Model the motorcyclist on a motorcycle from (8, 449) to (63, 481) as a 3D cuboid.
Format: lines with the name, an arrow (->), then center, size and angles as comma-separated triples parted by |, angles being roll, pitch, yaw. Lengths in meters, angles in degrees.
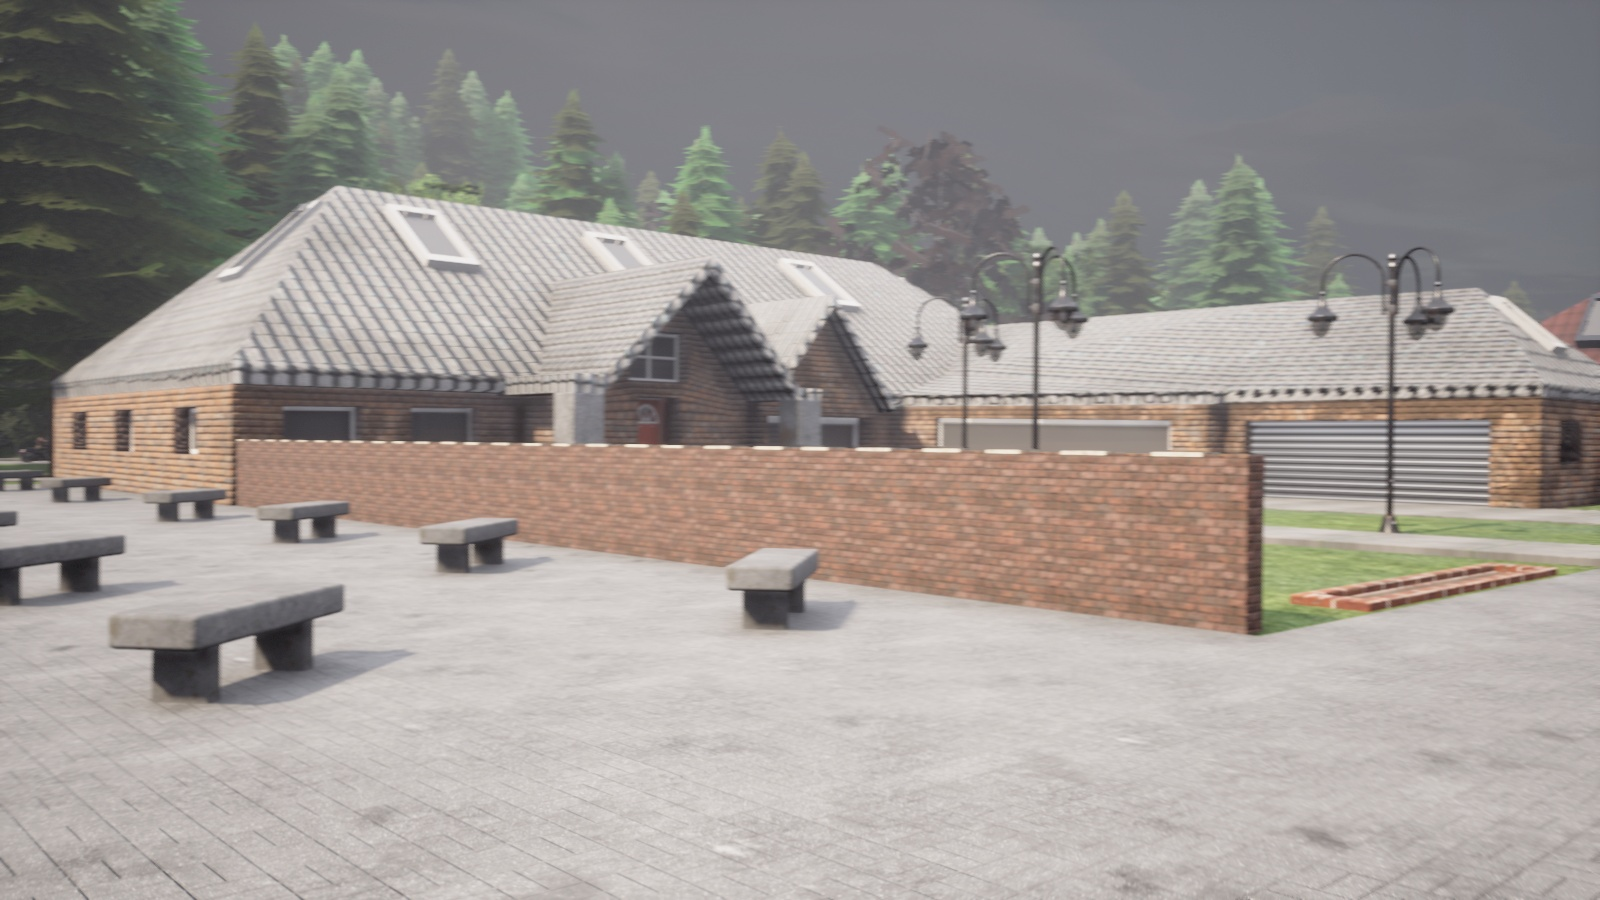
motorcyclist on a motorcycle -> -40.672, 0.808, 66.841 | 2.350, 1.649, 0.766 | -1, 0, -43
